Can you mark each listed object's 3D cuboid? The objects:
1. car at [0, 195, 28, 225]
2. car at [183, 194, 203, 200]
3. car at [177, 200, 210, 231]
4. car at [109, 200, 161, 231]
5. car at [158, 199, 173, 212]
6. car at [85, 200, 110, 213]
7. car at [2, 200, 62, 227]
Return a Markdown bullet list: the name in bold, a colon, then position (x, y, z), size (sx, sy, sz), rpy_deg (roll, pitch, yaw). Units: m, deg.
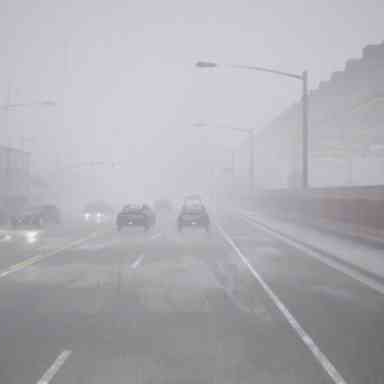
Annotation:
- **car**: position (-14.079, 1.254, 24.609), size (2.150, 2.045, 5.566), rpy_deg (0, 0, 0)
- **car**: position (0.090, 1.271, 39.471), size (2.150, 2.045, 5.566), rpy_deg (0, 0, 0)
- **car**: position (0.095, 1.518, 20.723), size (2.128, 1.511, 4.902), rpy_deg (0, 0, 0)
- **car**: position (-3.405, 1.518, 20.911), size (2.128, 1.511, 4.902), rpy_deg (0, 0, 0)
- **car**: position (-3.414, 1.554, 39.799), size (1.837, 1.490, 4.892), rpy_deg (0, 0, 0)
- **car**: position (-10.515, 1.611, 37.359), size (1.994, 1.385, 4.181), rpy_deg (0, 0, 0)
- **car**: position (-10.590, 1.533, 22.910), size (1.837, 1.490, 4.892), rpy_deg (0, 0, 0)
